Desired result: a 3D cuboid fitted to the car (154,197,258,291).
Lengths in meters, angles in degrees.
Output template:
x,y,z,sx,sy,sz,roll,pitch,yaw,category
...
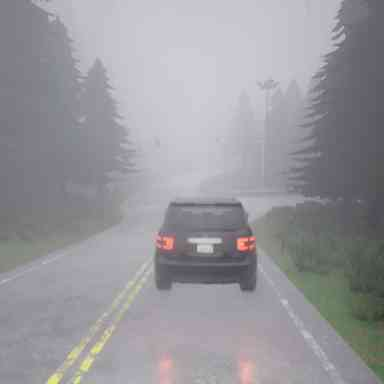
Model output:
x,y,z,sx,sy,sz,roll,pitch,yaw,category
0.380,1.126,8.893,2.150,2.045,5.566,0,1,3,car
